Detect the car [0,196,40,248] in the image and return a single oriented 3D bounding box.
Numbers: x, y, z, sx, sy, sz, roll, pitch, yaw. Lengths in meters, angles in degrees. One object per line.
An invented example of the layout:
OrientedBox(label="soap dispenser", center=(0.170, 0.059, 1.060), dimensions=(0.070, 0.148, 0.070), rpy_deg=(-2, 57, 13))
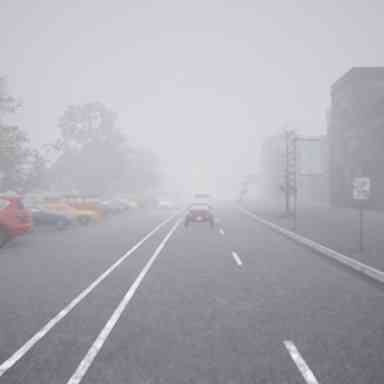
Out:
OrientedBox(label="car", center=(-9.360, 1.199, 13.266), dimensions=(5.566, 2.045, 2.435), rpy_deg=(-1, 0, -19))

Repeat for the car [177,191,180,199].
OrientedBox(label="car", center=(-5.921, 1.250, 72.520), dimensions=(5.008, 1.535, 2.097), rpy_deg=(-1, 0, -15))

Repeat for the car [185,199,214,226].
OrientedBox(label="car", center=(0.513, 1.471, 22.860), dimensions=(1.812, 1.442, 4.674), rpy_deg=(0, 0, 2))

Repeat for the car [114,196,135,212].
OrientedBox(label="car", center=(-8.621, 1.468, 34.022), dimensions=(4.674, 1.452, 2.002), rpy_deg=(-1, 0, -17))

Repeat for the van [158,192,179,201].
OrientedBox(label="van", center=(-5.545, 0.974, 78.377), dimensions=(4.442, 1.987, 1.878), rpy_deg=(-1, 1, -15))

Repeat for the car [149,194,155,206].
OrientedBox(label="car", center=(-7.968, 1.443, 45.889), dimensions=(4.674, 1.452, 2.002), rpy_deg=(-1, 0, -16))

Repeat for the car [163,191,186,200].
OrientedBox(label="car", center=(-4.688, 0.859, 87.277), dimensions=(5.566, 2.045, 2.435), rpy_deg=(-1, 0, -15))

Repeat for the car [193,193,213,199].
OrientedBox(label="car", center=(1.318, 1.145, 40.755), dimensions=(2.150, 2.045, 5.566), rpy_deg=(0, 0, 4))

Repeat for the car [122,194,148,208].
OrientedBox(label="car", center=(-8.317, 1.419, 39.954), dimensions=(5.008, 1.535, 2.097), rpy_deg=(-1, 0, -17))

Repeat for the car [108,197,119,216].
OrientedBox(label="car", center=(-8.885, 1.472, 28.125), dimensions=(4.674, 1.452, 2.002), rpy_deg=(-1, 0, -18))

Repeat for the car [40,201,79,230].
OrientedBox(label="car", center=(-9.190, 1.480, 19.220), dimensions=(4.674, 1.452, 2.002), rpy_deg=(-1, 0, -19))

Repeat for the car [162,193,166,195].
OrientedBox(label="car", center=(-7.352, 1.369, 54.782), dimensions=(4.892, 1.521, 2.231), rpy_deg=(-1, 0, -16))

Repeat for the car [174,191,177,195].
OrientedBox(label="car", center=(-6.185, 1.149, 69.556), dimensions=(4.553, 1.767, 2.185), rpy_deg=(-1, 0, -15))

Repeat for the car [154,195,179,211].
OrientedBox(label="car", center=(-3.030, 1.451, 40.713), dimensions=(1.812, 1.442, 4.674), rpy_deg=(0, 0, 3))

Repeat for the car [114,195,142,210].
OrientedBox(label="car", center=(-8.662, 1.424, 36.935), dimensions=(5.366, 1.575, 1.946), rpy_deg=(-1, 0, -17))

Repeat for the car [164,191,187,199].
OrientedBox(label="car", center=(-4.497, 0.830, 90.199), dimensions=(5.566, 2.045, 2.435), rpy_deg=(-1, 1, -15))

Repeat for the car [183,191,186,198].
OrientedBox(label="car", center=(-4.781, 1.134, 84.380), dimensions=(5.366, 1.575, 1.946), rpy_deg=(-1, 0, -15))

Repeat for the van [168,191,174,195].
OrientedBox(label="van", center=(-6.506, 1.072, 66.573), dimensions=(4.442, 1.987, 1.878), rpy_deg=(-1, 1, -15))

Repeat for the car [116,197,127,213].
OrientedBox(label="car", center=(-8.741, 1.470, 31.076), dimensions=(4.674, 1.452, 2.002), rpy_deg=(0, -1, -17))

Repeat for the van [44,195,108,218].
OrientedBox(label="van", center=(-8.892, 1.206, 25.197), dimensions=(4.442, 1.987, 1.878), rpy_deg=(-1, 0, -18))

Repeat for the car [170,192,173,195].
OrientedBox(label="car", center=(-6.662, 1.347, 63.649), dimensions=(4.792, 1.488, 2.163), rpy_deg=(-1, 1, -15))

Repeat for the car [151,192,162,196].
OrientedBox(label="car", center=(-7.536, 1.255, 51.824), dimensions=(4.553, 1.767, 2.185), rpy_deg=(-1, 0, -16))

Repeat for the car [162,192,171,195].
OrientedBox(label="car", center=(-6.938, 1.347, 57.796), dimensions=(5.366, 1.575, 1.946), rpy_deg=(-1, 0, -16))

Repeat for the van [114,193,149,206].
OrientedBox(label="van", center=(-8.265, 1.188, 42.883), dimensions=(4.442, 1.987, 1.878), rpy_deg=(-1, 0, -17))

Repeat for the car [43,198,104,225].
OrientedBox(label="car", center=(-8.924, 1.430, 22.248), dimensions=(5.366, 1.575, 1.946), rpy_deg=(-1, 0, -18))

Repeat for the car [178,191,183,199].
OrientedBox(label="car", center=(-5.706, 0.974, 75.454), dimensions=(5.566, 2.045, 2.435), rpy_deg=(-1, 1, -15))
